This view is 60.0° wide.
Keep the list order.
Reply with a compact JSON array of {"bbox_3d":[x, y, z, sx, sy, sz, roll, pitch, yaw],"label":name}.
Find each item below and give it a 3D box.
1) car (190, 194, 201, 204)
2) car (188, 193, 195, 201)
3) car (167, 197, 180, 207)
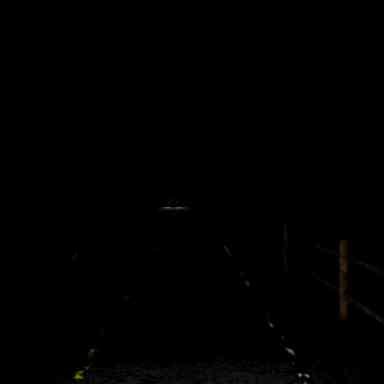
[{"bbox_3d":[0.926,1.613,68.224,1.812,1.442,4.674,0,0,0],"label":"car"},{"bbox_3d":[-0.045,1.305,86.393,2.097,1.767,4.553,0,0,0],"label":"car"},{"bbox_3d":[-2.853,1.548,52.373,1.882,1.535,5.008,0,0,0],"label":"car"}]
